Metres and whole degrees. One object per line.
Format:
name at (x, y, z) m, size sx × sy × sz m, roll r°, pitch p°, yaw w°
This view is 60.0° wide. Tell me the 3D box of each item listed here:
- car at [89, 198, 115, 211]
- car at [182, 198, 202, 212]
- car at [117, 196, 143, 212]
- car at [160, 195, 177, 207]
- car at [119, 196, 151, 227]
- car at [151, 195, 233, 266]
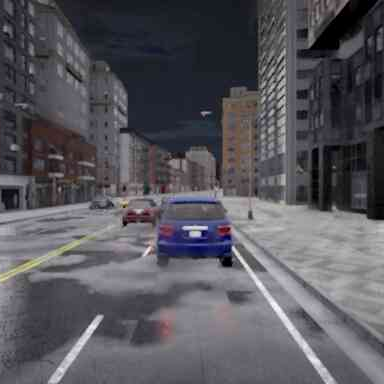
car at (-9.910, 1.345, 36.738) m, size 1.994 × 1.385 × 4.181 m, roll 0°, pitch 0°, yaw 0°
car at (0.028, 1.342, 35.614) m, size 1.994 × 1.385 × 4.181 m, roll 0°, pitch 0°, yaw 0°
car at (-6.659, 1.257, 36.407) m, size 1.882 × 1.535 × 5.008 m, roll 0°, pitch 0°, yaw 0°
car at (-3.243, 1.191, 46.680) m, size 2.128 × 1.511 × 4.902 m, roll 0°, pitch 0°, yaw 0°
car at (-3.194, 1.226, 22.003) m, size 2.097 × 1.767 × 4.553 m, roll 0°, pitch 0°, yaw 0°
car at (0.078, 1.163, 11.391) m, size 2.150 × 2.045 × 5.566 m, roll 0°, pitch 1°, yaw 0°
